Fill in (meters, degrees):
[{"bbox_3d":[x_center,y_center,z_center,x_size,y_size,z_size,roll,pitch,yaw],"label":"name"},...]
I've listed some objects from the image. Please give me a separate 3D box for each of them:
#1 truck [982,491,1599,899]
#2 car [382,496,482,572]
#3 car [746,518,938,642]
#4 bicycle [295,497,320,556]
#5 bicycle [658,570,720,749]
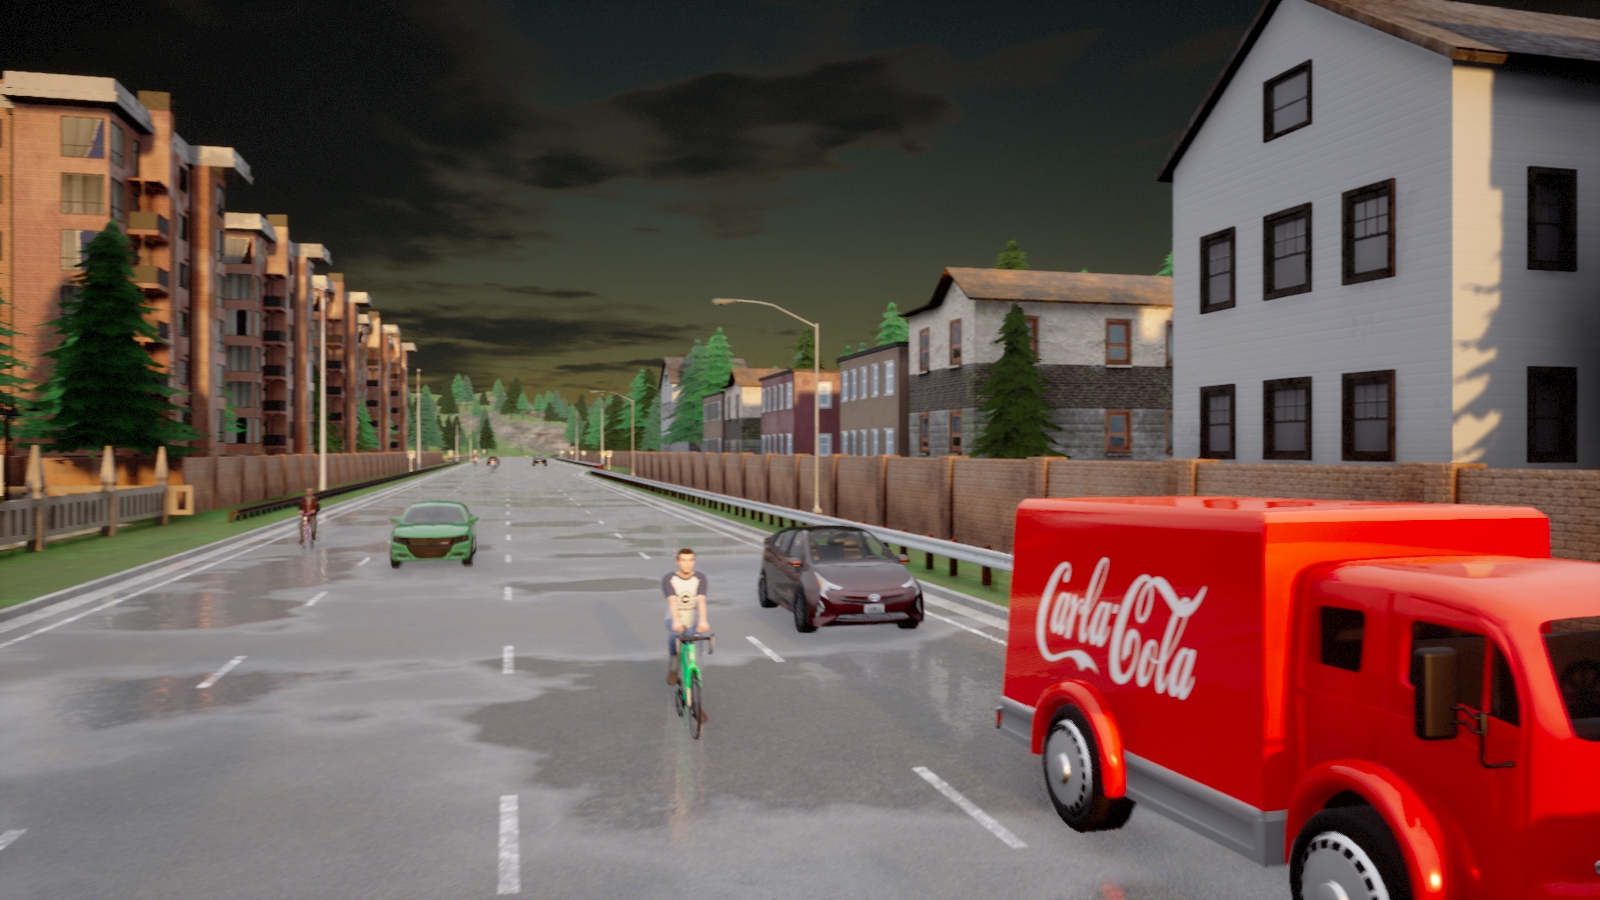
[{"bbox_3d":[3.481,1.580,7.597,2.627,2.467,5.204,0,-1,-14],"label":"truck"},{"bbox_3d":[-9.167,2.031,28.809,2.097,1.535,5.006,0,0,-14],"label":"car"},{"bbox_3d":[0.543,2.041,19.093,2.007,1.525,4.514,0,0,-14],"label":"car"},{"bbox_3d":[-13.312,2.055,30.916,0.329,1.471,1.835,0,0,-15],"label":"bicycle"},{"bbox_3d":[-1.143,2.056,11.584,0.373,1.496,1.643,0,1,-14],"label":"bicycle"}]
